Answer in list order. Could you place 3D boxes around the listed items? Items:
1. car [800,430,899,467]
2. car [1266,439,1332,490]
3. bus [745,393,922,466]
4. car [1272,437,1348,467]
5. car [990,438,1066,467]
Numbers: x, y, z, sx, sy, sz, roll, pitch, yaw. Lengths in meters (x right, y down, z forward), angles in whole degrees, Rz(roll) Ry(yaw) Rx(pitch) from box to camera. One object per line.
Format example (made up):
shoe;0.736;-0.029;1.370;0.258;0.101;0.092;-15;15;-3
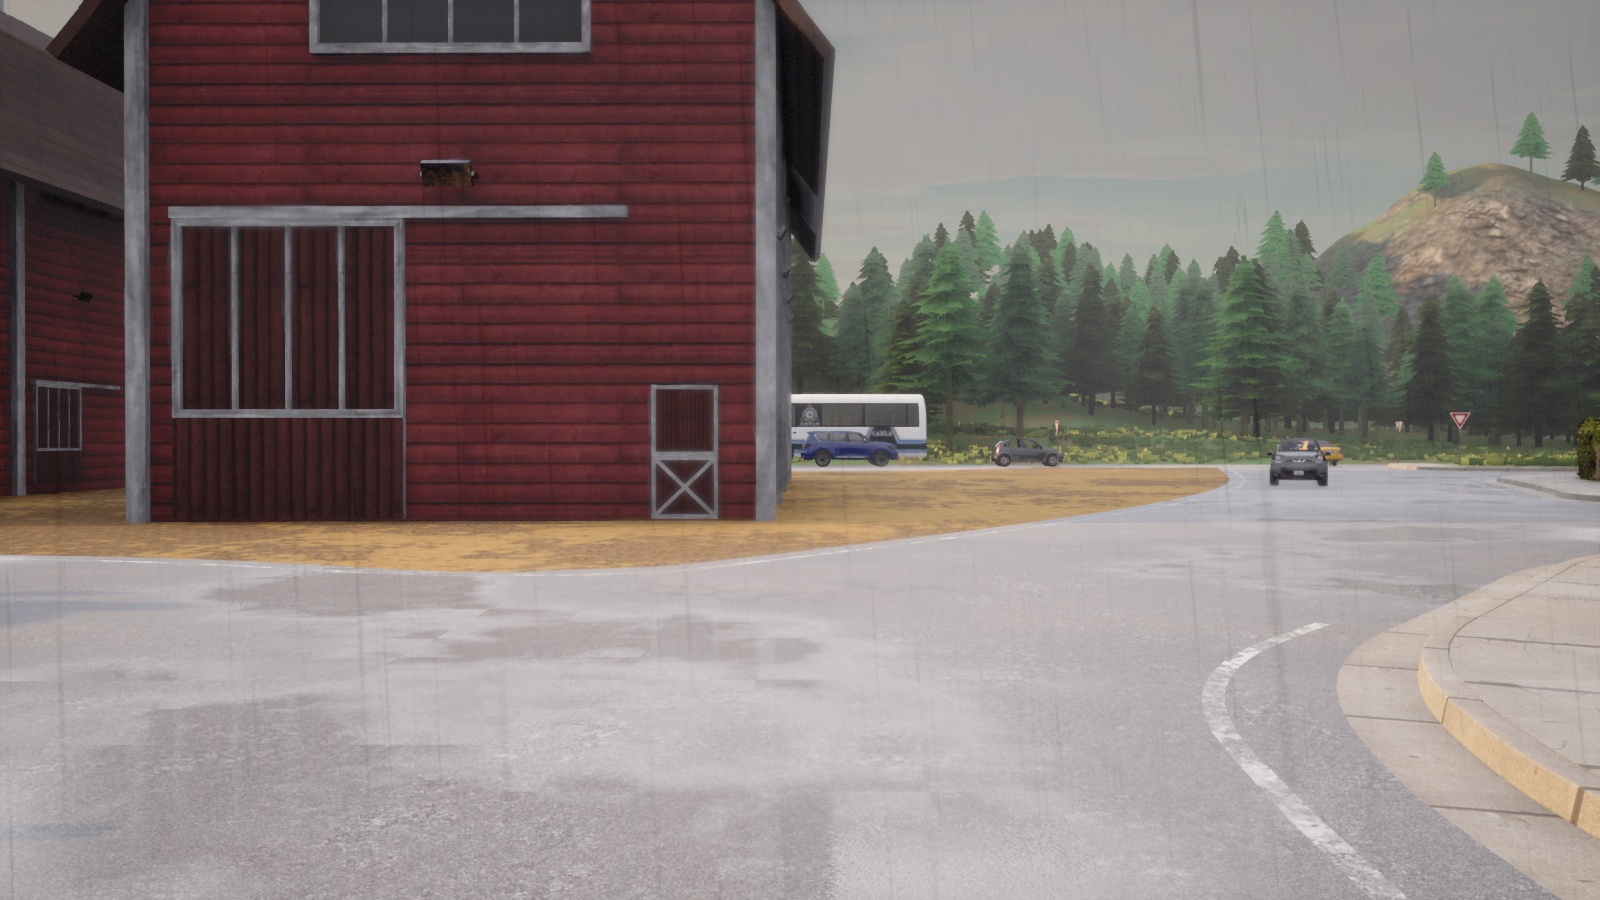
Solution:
car;2.792;-0.075;71.378;5.566;2.045;2.150;0;0;1
car;15.638;0.411;39.380;1.845;1.501;3.633;0;0;22
bus;1.979;-1.191;74.885;10.273;4.253;3.944;0;0;1
car;27.497;0.114;67.934;1.801;1.575;5.366;-1;0;-2
car;12.896;0.113;71.229;3.988;1.617;1.851;0;0;1
